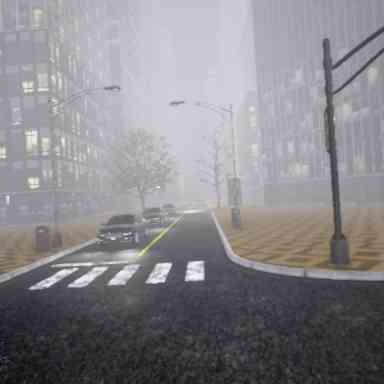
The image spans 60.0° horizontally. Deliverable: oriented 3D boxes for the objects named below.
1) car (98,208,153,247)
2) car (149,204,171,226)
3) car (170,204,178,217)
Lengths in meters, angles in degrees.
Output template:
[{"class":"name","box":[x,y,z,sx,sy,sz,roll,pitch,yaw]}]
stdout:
[{"class":"car","box":[-3.583,1.931,17.848,1.837,1.490,4.892,-4,-1,2]},{"class":"car","box":[-3.215,2.022,27.815,1.837,1.490,4.892,-4,-1,2]},{"class":"car","box":[-2.787,2.151,39.196,1.812,1.442,4.674,-4,-1,2]}]
